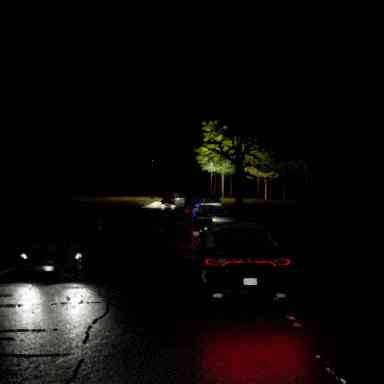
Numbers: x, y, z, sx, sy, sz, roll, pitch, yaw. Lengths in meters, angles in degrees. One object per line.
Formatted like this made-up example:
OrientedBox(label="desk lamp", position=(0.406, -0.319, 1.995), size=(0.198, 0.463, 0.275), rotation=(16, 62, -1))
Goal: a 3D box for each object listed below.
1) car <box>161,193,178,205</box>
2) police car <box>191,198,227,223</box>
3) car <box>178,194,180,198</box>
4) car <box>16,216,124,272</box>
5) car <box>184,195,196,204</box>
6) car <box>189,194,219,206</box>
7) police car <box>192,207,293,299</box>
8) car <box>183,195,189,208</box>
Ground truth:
OrientedBox(label="car", position=(-3.834, 1.139, 53.546), size=(2.097, 1.767, 4.553), rotation=(0, 0, -1))
OrientedBox(label="police car", position=(1.047, 1.391, 18.620), size=(1.930, 1.638, 5.238), rotation=(0, 0, 0))
OrientedBox(label="car", position=(-4.312, 1.015, 90.006), size=(1.994, 1.385, 4.181), rotation=(0, 1, -1))
OrientedBox(label="car", position=(-3.595, 1.534, 11.012), size=(2.033, 1.411, 5.357), rotation=(0, 0, 0))
OrientedBox(label="car", position=(-0.307, 1.300, 59.623), size=(2.033, 1.411, 5.357), rotation=(0, 0, -1))
OrientedBox(label="car", position=(1.028, 1.167, 24.542), size=(2.150, 2.045, 5.566), rotation=(0, 0, 0))
OrientedBox(label="police car", position=(1.057, 1.416, 8.614), size=(1.930, 1.638, 5.238), rotation=(0, 0, 0))
OrientedBox(label="car", position=(-0.128, 1.326, 45.214), size=(2.128, 1.511, 4.902), rotation=(0, 0, 0))
